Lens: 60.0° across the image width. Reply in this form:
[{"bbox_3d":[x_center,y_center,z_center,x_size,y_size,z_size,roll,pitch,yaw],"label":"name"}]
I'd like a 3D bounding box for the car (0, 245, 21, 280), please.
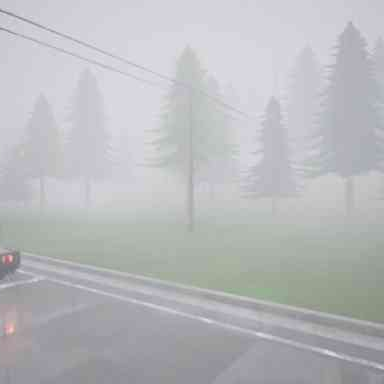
[{"bbox_3d":[-6.532,1.613,8.643,4.718,1.301,1.895,0,0,35],"label":"car"}]
